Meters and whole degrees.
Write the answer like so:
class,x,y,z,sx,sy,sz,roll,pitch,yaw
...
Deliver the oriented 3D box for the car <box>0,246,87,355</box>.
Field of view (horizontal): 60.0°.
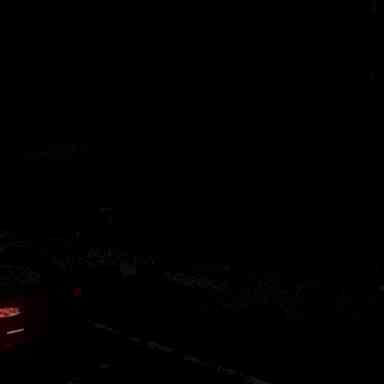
class,x,y,z,sx,sy,sz,roll,pitch,yaw
car,-3.502,1.581,5.556,4.206,1.307,1.802,0,0,35
